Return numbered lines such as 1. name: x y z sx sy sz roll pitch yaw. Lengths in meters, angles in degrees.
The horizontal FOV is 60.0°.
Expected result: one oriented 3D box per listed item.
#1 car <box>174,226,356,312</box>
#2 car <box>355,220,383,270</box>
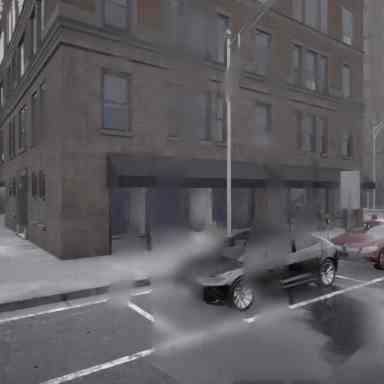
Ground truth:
1. car: 1.644 1.566 7.709 4.313 1.339 1.947 0 0 -36
2. car: 6.122 1.582 10.905 4.206 1.307 1.802 0 0 -36
